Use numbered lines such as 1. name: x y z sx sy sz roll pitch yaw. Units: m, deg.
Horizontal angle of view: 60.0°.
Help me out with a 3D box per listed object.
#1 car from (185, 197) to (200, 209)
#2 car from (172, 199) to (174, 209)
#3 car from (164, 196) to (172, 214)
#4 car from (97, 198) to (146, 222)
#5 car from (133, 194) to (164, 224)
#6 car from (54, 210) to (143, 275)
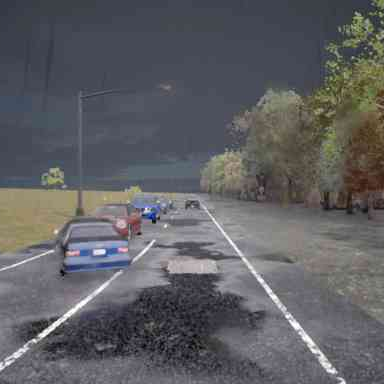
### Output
1. car: 0.053 1.495 44.266 1.837 1.490 4.892 0 0 0
2. car: -3.599 1.341 45.292 2.097 1.767 4.553 0 0 0
3. car: -3.598 1.347 35.285 2.097 1.767 4.553 0 0 0
4. car: -3.673 1.351 15.616 2.097 1.767 4.553 0 0 1
5. car: -3.607 1.219 25.281 2.150 2.045 5.566 0 0 -1
6. car: -3.304 1.547 10.603 2.033 1.411 5.357 0 0 -23
